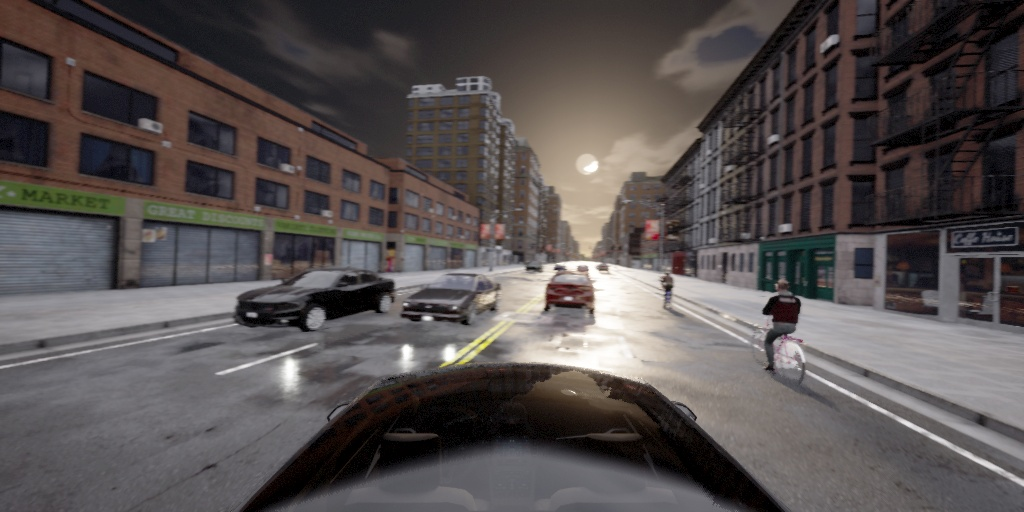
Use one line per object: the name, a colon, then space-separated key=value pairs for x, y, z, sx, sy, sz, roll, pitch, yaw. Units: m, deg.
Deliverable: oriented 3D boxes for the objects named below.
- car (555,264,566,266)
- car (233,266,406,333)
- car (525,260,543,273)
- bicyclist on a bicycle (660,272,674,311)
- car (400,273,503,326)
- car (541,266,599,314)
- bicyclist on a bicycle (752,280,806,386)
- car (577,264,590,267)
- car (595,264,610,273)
car: x=7.271 y=1.813 z=54.306 sx=1.895 sy=1.301 sz=4.718 roll=2 pitch=0 yaw=12
car: x=-5.304 y=1.072 z=10.460 sx=1.882 sy=1.535 sz=5.008 roll=2 pitch=0 yaw=12
car: x=3.168 y=1.403 z=50.618 sx=2.097 sy=1.767 sz=4.553 roll=2 pitch=0 yaw=12
bicyclist on a bicycle: x=6.740 y=1.506 z=15.558 sx=0.582 sy=1.620 sz=1.656 roll=2 pitch=-1 yaw=12
car: x=-1.665 y=1.280 z=12.003 sx=2.033 sy=1.411 sz=5.357 roll=2 pitch=0 yaw=12
car: x=2.502 y=1.375 z=15.038 sx=1.882 sy=1.535 sz=5.008 roll=2 pitch=0 yaw=12
bicyclist on a bicycle: x=4.866 y=1.319 z=6.627 sx=0.659 sy=1.776 sz=1.843 roll=2 pitch=0 yaw=12
car: x=10.498 y=1.889 z=53.076 sx=1.994 sy=1.385 sz=4.181 roll=2 pitch=0 yaw=12
car: x=15.244 y=2.027 z=59.896 sx=1.837 sy=1.490 sz=4.892 roll=2 pitch=0 yaw=12
